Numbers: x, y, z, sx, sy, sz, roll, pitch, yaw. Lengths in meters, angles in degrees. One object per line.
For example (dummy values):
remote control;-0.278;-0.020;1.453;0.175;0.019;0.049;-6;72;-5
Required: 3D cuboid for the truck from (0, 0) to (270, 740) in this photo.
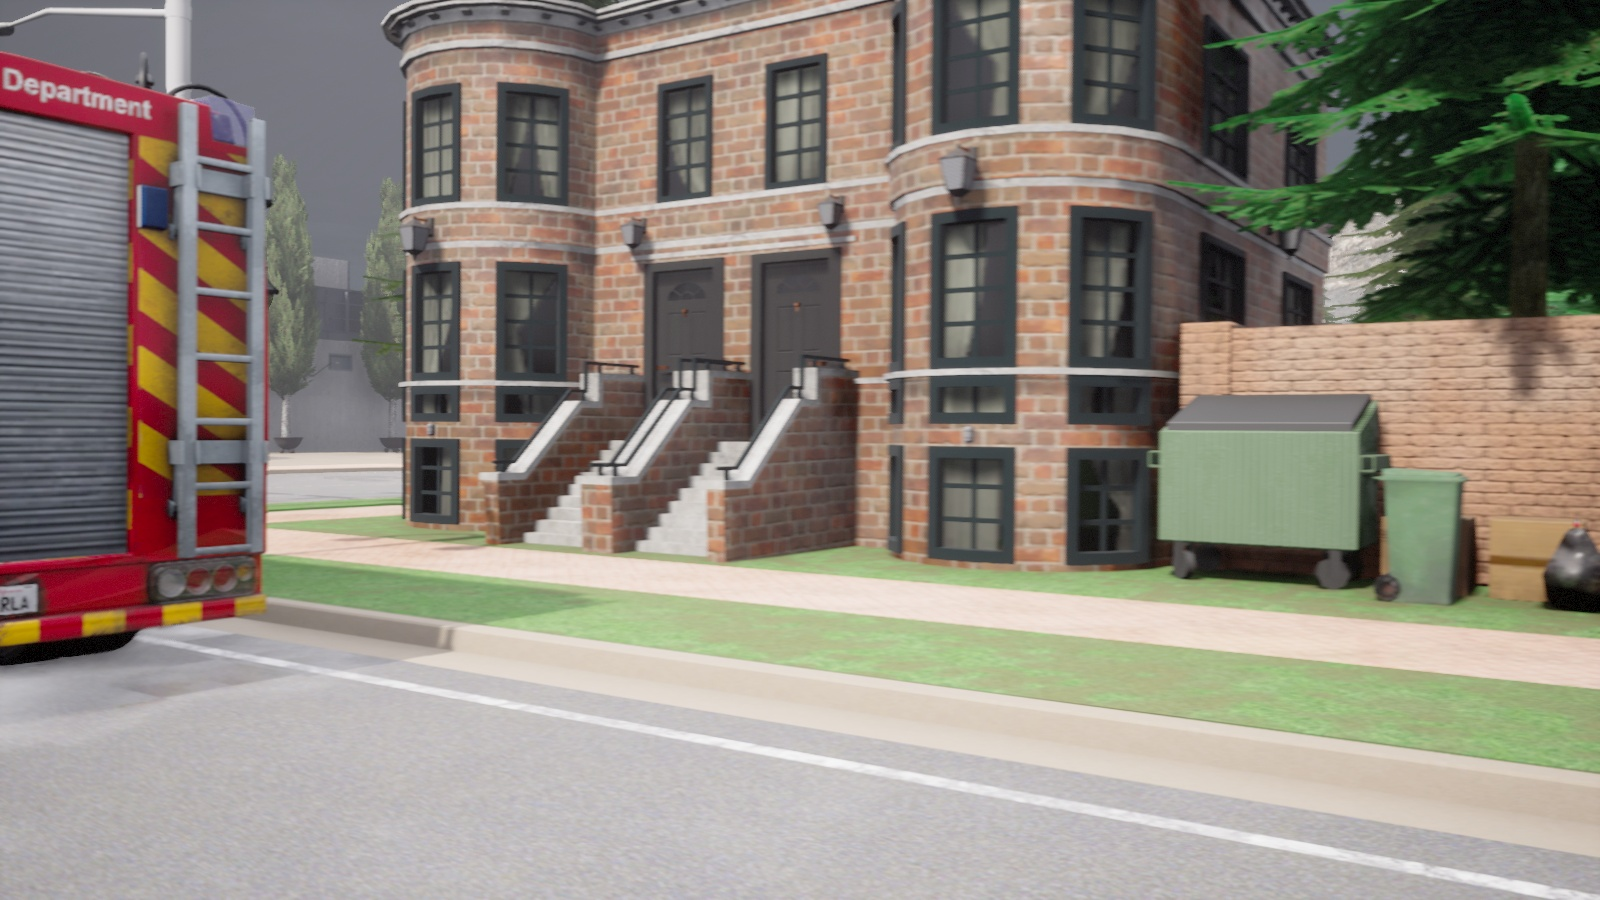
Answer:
truck;-7.489;-0.482;8.576;8.468;3.827;2.891;0;1;34
